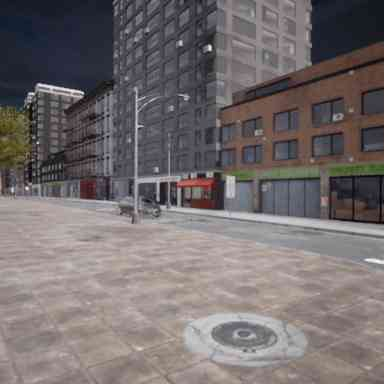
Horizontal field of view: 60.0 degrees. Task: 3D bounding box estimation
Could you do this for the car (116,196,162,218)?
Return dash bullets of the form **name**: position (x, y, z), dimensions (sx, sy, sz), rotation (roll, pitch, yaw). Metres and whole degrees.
- **car**: position (-4.040, 1.094, 24.873), dimensions (1.837, 1.490, 4.892), rotation (1, 1, -36)
